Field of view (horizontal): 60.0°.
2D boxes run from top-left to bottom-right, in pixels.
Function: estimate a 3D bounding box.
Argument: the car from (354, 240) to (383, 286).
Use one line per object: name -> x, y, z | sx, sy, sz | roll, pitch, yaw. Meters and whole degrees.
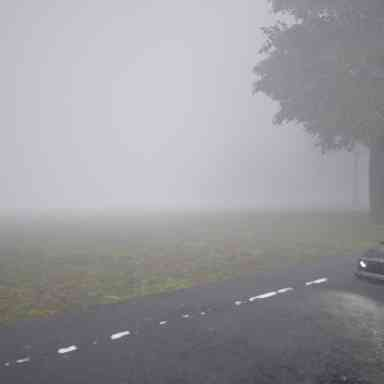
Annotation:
car -> 6.273, 1.497, 8.339 | 5.357, 1.411, 2.033 | 0, 0, -35
